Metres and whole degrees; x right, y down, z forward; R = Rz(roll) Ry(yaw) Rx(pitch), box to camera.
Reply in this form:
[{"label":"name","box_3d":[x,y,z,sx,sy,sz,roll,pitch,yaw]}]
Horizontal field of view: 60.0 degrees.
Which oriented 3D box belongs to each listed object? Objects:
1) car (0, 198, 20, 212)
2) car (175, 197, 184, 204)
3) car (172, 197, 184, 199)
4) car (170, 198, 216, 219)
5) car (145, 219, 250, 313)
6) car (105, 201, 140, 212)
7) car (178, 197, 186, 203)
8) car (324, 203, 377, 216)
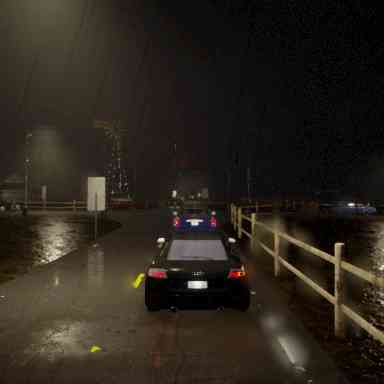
[{"label":"car","box_3d":[-20.255,1.292,34.093,4.892,1.490,1.837,1,-2,0]},{"label":"car","box_3d":[-2.637,1.770,70.738,1.882,1.535,5.008,0,0,0]},{"label":"car","box_3d":[-2.746,1.691,57.208,2.128,1.511,4.902,0,0,0]},{"label":"car","box_3d":[0.122,1.380,16.392,2.097,1.767,4.553,0,0,0]},{"label":"car","box_3d":[0.110,1.573,7.749,1.994,1.385,4.181,0,0,0]},{"label":"car","box_3d":[-8.617,1.665,39.231,4.718,1.301,1.895,1,-2,-35]},{"label":"car","box_3d":[-2.610,1.953,85.031,1.994,1.385,4.181,0,0,0]},{"label":"car","box_3d":[17.908,1.950,37.662,5.357,1.411,2.033,1,-2,0]}]
